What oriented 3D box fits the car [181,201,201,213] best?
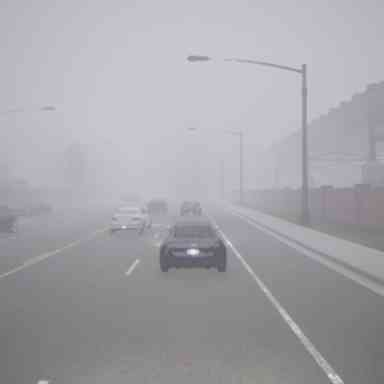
[{"bbox_3d":[-0.082,1.537,32.167,1.895,1.301,4.718,0,0,0],"label":"car"}]

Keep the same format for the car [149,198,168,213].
[{"bbox_3d":[-3.600,1.388,35.457,1.882,1.535,5.008,0,0,0],"label":"car"}]

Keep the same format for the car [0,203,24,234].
[{"bbox_3d":[-10.689,1.405,16.558,2.097,1.767,4.553,0,0,0],"label":"car"}]

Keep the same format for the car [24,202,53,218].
[{"bbox_3d":[-14.265,1.564,29.598,1.895,1.301,4.718,0,0,0],"label":"car"}]

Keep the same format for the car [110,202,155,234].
[{"bbox_3d":[-3.509,1.561,19.458,1.812,1.442,4.674,0,0,0],"label":"car"}]

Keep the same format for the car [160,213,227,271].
[{"bbox_3d":[0.027,1.619,11.158,1.994,1.385,4.181,0,0,0],"label":"car"}]

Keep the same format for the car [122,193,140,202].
[{"bbox_3d":[-10.883,1.055,61.126,2.097,1.767,4.553,0,0,0],"label":"car"}]

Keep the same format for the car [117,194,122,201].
[{"bbox_3d":[-14.400,1.083,70.197,1.882,1.535,5.008,0,0,0],"label":"car"}]
